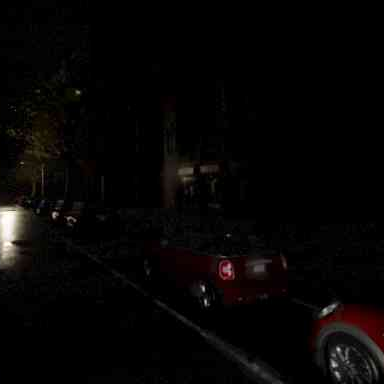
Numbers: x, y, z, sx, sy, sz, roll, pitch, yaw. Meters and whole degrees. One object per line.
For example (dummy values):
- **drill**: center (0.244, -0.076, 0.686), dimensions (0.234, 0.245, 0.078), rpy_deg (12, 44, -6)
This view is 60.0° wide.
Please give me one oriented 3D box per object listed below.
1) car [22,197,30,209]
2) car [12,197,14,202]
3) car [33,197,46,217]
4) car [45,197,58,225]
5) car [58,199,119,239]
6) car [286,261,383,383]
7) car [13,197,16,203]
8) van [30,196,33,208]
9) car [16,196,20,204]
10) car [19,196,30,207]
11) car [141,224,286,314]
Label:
- **car**: center (-22.409, 1.746, 46.856), dimensions (1.802, 1.307, 4.206), rpy_deg (0, 0, -30)
- **car**: center (-39.510, 1.876, 76.251), dimensions (1.752, 1.417, 4.829), rpy_deg (0, 0, -30)
- **car**: center (-13.900, 1.541, 32.233), dimensions (1.967, 1.590, 4.097), rpy_deg (0, 0, -30)
- **car**: center (-8.229, 1.377, 22.484), dimensions (2.192, 1.841, 5.009), rpy_deg (0, 0, -30)
- **car**: center (-5.394, 1.359, 17.610), dimensions (2.192, 1.841, 5.009), rpy_deg (0, 0, -30)
- **car**: center (3.114, 1.441, 2.986), dimensions (1.967, 1.590, 4.097), rpy_deg (0, 0, -30)
- **car**: center (-36.587, 1.883, 71.228), dimensions (1.947, 1.339, 4.313), rpy_deg (0, 0, -30)
- **van**: center (-16.737, 1.461, 37.108), dimensions (1.690, 1.788, 3.998), rpy_deg (0, 0, -30)
- **car**: center (-28.081, 1.539, 56.606), dimensions (2.192, 1.841, 5.009), rpy_deg (0, 0, -30)
- **car**: center (-25.244, 1.759, 51.729), dimensions (1.947, 1.339, 4.313), rpy_deg (0, 0, -30)
- **car**: center (0.279, 1.453, 7.860), dimensions (1.967, 1.590, 4.097), rpy_deg (0, 0, -30)
